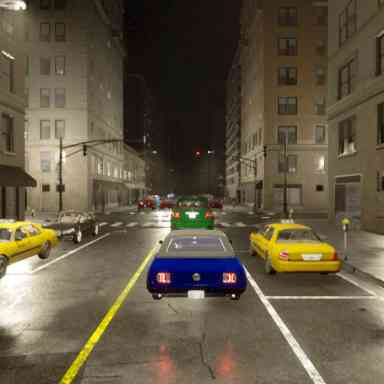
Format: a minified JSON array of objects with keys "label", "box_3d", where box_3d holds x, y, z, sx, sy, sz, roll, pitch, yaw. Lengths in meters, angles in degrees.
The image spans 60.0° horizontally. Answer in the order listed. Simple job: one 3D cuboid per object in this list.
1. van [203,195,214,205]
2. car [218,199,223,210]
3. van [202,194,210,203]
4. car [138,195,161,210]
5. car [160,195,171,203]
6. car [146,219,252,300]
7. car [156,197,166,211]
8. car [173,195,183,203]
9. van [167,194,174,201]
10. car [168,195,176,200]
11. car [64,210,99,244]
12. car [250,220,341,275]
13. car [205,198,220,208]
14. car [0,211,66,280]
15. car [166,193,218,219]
[{"label":"van","box_3d":[2.920,1.358,58.910,1.690,1.788,3.998,0,0,0]},{"label":"car","box_3d":[2.902,1.554,42.405,1.887,1.381,4.507,0,0,0]},{"label":"van","box_3d":[2.932,1.363,69.912,1.690,1.788,3.998,0,0,0]},{"label":"car","box_3d":[-5.624,1.324,42.415,2.192,1.841,5.009,0,0,0]},{"label":"car","box_3d":[-5.594,1.462,69.922,1.967,1.590,4.097,0,0,0]},{"label":"car","box_3d":[0.092,1.601,8.338,1.895,1.301,4.718,0,0,0]},{"label":"car","box_3d":[-3.055,1.610,41.602,1.895,1.301,4.718,0,0,0]},{"label":"car","box_3d":[-2.928,1.499,69.127,1.882,1.535,5.008,0,0,0]},{"label":"van","box_3d":[-5.576,1.371,86.427,1.690,1.788,3.998,0,0,0]},{"label":"car","box_3d":[-5.570,1.584,91.927,2.008,1.369,4.403,0,0,0]},{"label":"car","box_3d":[-5.652,1.551,15.641,2.008,1.369,4.403,0,0,0]},{"label":"car","box_3d":[2.867,1.525,10.276,1.752,1.417,4.829,0,0,0]},{"label":"car","box_3d":[2.908,1.578,47.907,1.947,1.339,4.313,0,0,0]},{"label":"car","box_3d":[-5.658,1.525,9.946,1.752,1.417,4.829,0,0,0]},{"label":"car","box_3d":[0.020,1.222,18.104,2.150,2.045,5.566,0,0,0]}]
